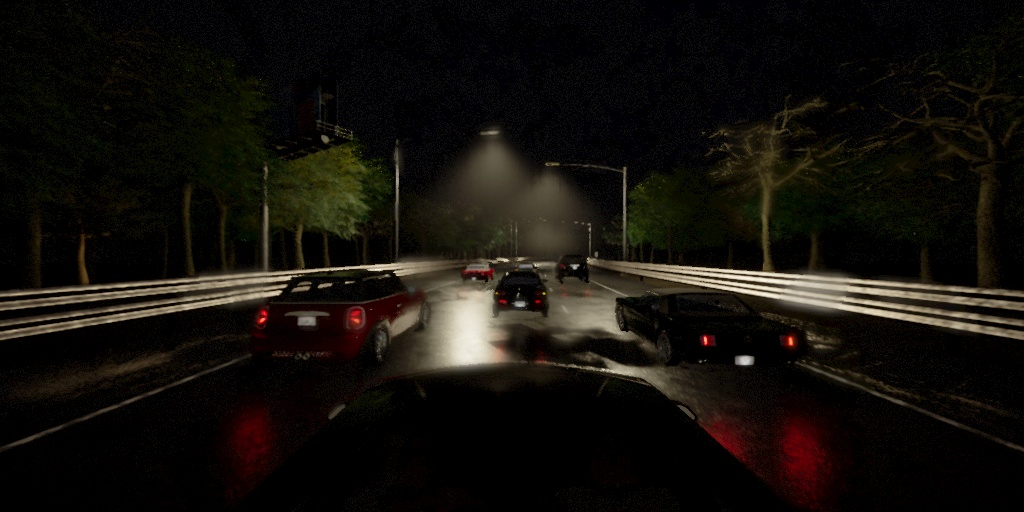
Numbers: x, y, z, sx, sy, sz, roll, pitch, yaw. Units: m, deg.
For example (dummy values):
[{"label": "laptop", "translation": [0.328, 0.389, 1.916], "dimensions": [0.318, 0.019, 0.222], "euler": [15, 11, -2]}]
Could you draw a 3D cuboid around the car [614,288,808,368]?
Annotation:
[{"label": "car", "translation": [3.679, 1.338, 7.809], "dimensions": [1.895, 1.301, 4.718], "euler": [0, 0, 1]}]

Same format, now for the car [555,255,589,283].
[{"label": "car", "translation": [4.563, 0.917, 27.615], "dimensions": [2.150, 2.045, 5.566], "euler": [0, 0, 4]}]

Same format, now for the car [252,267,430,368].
[{"label": "car", "translation": [-3.313, 1.084, 8.001], "dimensions": [2.097, 1.767, 4.553], "euler": [0, 0, 1]}]

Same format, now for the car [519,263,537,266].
[{"label": "car", "translation": [1.190, 1.253, 29.392], "dimensions": [1.994, 1.385, 4.181], "euler": [0, 0, 4]}]

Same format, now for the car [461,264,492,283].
[{"label": "car", "translation": [-2.478, 1.292, 27.228], "dimensions": [1.895, 1.301, 4.718], "euler": [0, 0, 4]}]

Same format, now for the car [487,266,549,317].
[{"label": "car", "translation": [0.326, 1.249, 12.886], "dimensions": [1.812, 1.442, 4.674], "euler": [0, 0, 2]}]
